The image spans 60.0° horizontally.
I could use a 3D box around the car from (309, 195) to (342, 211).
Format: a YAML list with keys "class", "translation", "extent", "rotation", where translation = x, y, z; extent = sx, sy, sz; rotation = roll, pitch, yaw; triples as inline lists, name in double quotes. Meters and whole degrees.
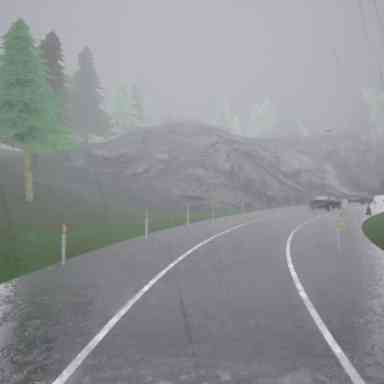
- class: "car"
  translation: [14.034, 1.101, 34.771]
  extent: [1.882, 1.535, 5.008]
  rotation: [0, 2, 43]

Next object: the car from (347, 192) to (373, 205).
- class: "car"
  translation: [21.751, 0.742, 42.926]
  extent: [4.902, 1.511, 2.128]
  rotation: [-4, 3, -43]
